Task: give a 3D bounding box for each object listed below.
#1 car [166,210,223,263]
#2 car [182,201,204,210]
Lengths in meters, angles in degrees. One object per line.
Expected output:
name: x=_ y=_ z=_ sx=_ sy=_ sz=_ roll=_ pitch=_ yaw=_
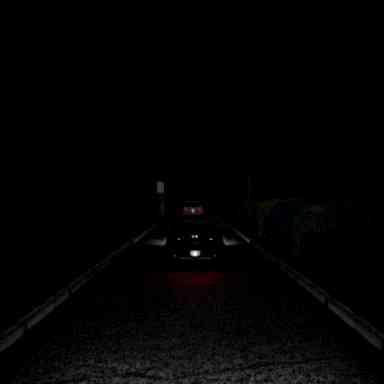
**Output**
car: x=0.094 y=1.630 z=12.427 sx=1.837 sy=1.490 sz=4.892 roll=0 pitch=-1 yaw=0
car: x=0.099 y=2.005 z=35.669 sx=2.150 sy=2.045 sz=5.566 roll=0 pitch=-2 yaw=0
